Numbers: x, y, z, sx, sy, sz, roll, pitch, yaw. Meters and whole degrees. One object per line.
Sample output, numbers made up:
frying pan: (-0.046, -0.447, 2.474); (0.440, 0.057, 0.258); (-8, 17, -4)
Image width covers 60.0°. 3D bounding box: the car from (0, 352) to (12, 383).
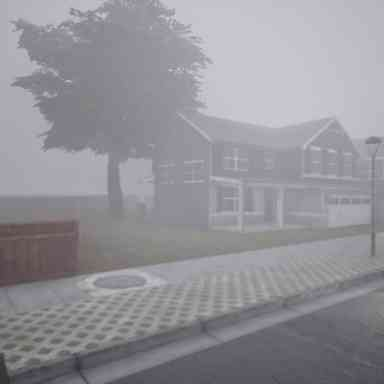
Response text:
car: (-3.041, 1.600, 0.897); (4.718, 1.301, 1.895); (0, 0, -35)
